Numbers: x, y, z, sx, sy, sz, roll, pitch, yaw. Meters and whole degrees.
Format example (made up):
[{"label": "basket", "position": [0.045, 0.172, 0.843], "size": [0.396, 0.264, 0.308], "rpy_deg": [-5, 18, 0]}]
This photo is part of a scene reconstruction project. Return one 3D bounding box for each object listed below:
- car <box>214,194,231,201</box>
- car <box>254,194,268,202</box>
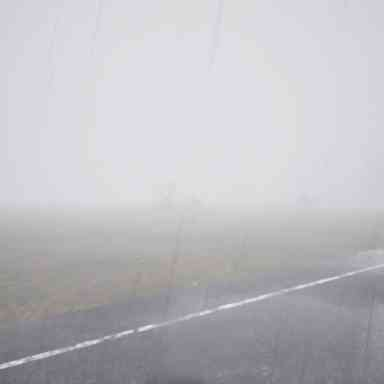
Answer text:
[{"label": "car", "position": [7.152, 1.250, 77.624], "size": [2.128, 1.511, 4.902], "rpy_deg": [0, 0, -34]}, {"label": "car", "position": [13.428, 1.208, 68.245], "size": [2.097, 1.767, 4.553], "rpy_deg": [0, 0, -34]}]
